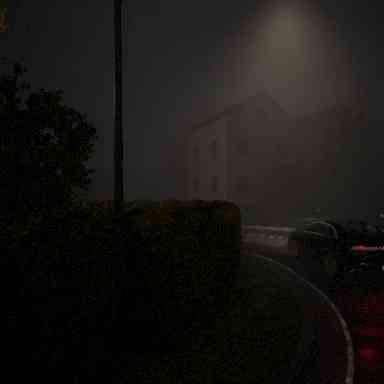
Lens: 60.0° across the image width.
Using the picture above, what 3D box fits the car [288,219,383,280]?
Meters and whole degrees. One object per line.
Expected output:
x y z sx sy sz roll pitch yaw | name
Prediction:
4.481 1.563 10.184 2.128 1.511 4.902 0 0 -2 | car
